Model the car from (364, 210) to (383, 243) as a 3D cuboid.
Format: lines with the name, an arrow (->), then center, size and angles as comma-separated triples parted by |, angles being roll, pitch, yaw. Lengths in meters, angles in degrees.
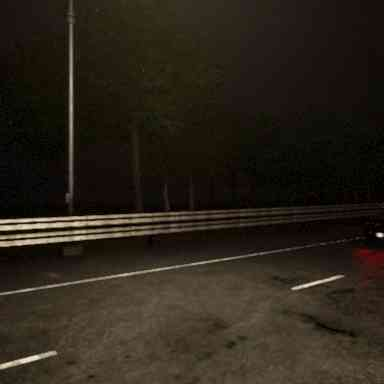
car -> 9.622, 1.488, 14.927 | 4.892, 1.490, 1.837 | 0, 0, -35
